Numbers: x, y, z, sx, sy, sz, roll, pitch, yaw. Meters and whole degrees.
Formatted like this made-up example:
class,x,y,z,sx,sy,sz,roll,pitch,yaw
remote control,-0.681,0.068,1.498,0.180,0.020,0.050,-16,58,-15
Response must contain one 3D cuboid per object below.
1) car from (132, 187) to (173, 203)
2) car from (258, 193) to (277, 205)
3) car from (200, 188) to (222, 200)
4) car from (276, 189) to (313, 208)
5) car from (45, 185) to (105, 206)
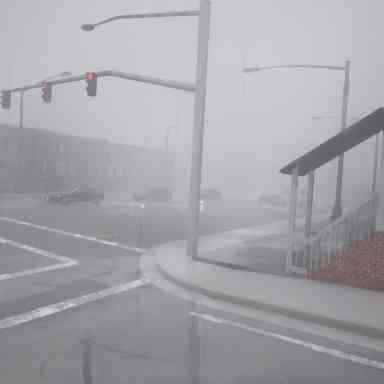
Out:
class,x,y,z,sx,sy,sz,roll,pitch,yaw
car,-3.940,0.244,34.082,1.837,1.490,4.892,5,3,36
car,9.693,0.787,40.735,1.994,1.385,4.181,5,3,36
car,1.997,0.247,42.296,1.837,1.490,4.892,5,3,36
car,12.084,0.680,38.036,2.150,2.045,5.566,5,3,36
car,-9.283,0.228,26.668,2.128,1.511,4.902,5,3,36
